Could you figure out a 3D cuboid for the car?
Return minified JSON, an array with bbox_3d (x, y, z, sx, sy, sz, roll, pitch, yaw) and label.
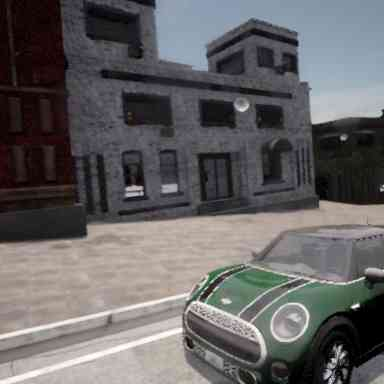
[{"bbox_3d":[2.063,1.357,5.228,4.553,1.767,2.097,0,0,-36],"label":"car"}]
